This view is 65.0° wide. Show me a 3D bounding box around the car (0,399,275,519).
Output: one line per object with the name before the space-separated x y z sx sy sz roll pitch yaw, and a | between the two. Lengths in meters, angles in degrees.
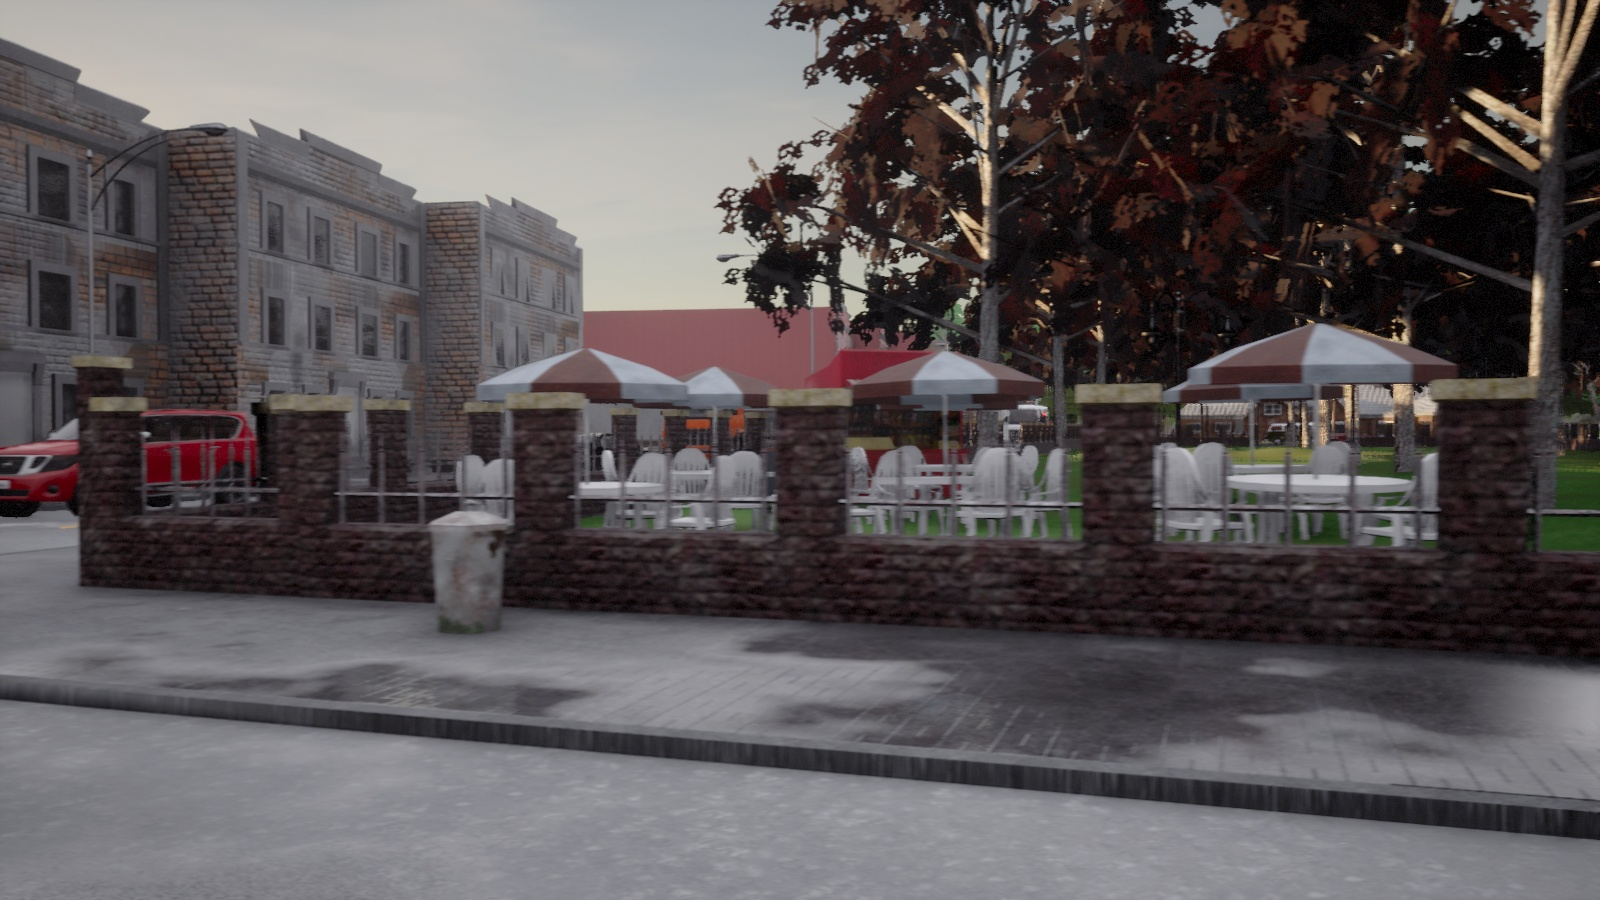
car | -13.097 0.105 24.450 2.150 2.045 5.566 1 1 19

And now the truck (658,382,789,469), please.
truck | -3.134 -1.034 54.161 2.891 3.462 7.936 1 1 19

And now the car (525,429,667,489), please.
car | -5.505 0.200 34.521 2.007 1.525 4.514 1 1 19
